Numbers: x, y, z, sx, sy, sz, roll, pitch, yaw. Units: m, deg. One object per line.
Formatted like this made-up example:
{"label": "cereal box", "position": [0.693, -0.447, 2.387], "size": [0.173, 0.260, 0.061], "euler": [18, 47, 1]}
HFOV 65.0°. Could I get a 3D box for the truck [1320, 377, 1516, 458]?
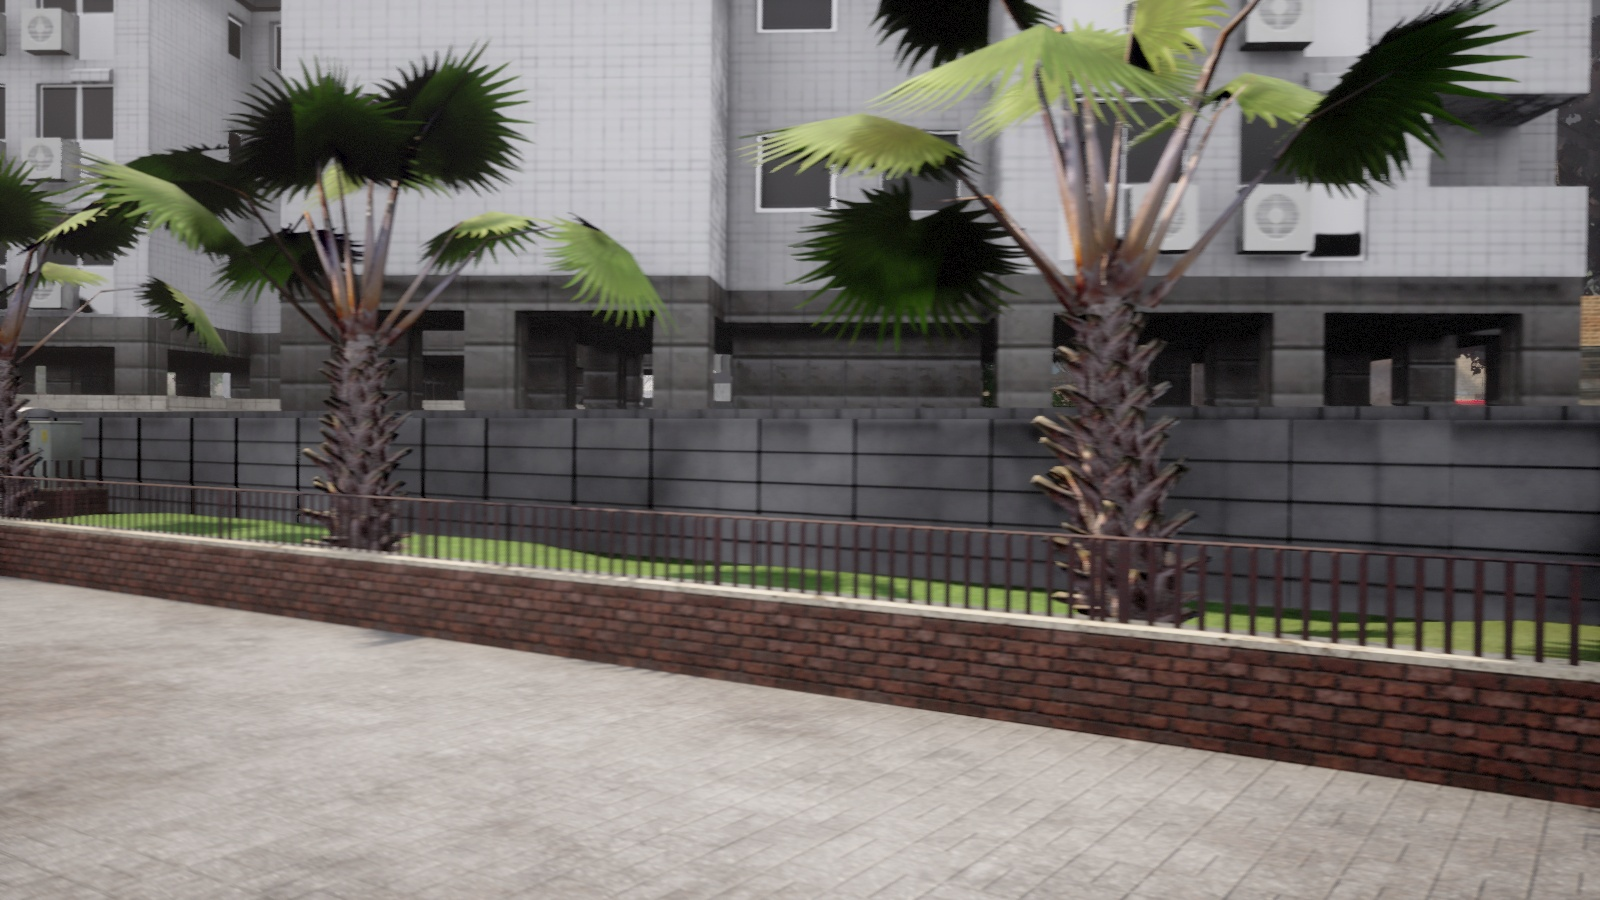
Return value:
{"label": "truck", "position": [30.915, -1.573, 62.996], "size": [8.468, 3.827, 2.891], "euler": [0, 1, 34]}
